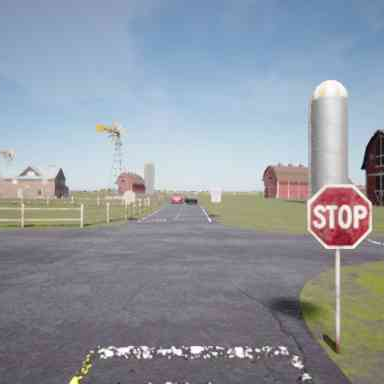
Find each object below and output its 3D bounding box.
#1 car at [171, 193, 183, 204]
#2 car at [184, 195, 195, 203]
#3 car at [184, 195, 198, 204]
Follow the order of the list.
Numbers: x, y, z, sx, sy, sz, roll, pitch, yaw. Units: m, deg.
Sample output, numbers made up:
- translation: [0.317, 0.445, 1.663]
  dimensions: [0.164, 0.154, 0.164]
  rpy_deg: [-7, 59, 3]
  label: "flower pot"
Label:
- translation: [-2.911, 1.208, 65.286]
  dimensions: [2.150, 2.045, 5.566]
  rpy_deg: [0, 0, -2]
  label: "car"
- translation: [-0.631, 1.438, 71.325]
  dimensions: [1.882, 1.535, 5.008]
  rpy_deg: [0, 0, -6]
  label: "car"
- translation: [0.020, 1.471, 61.214]
  dimensions: [1.882, 1.535, 5.008]
  rpy_deg: [0, 0, -2]
  label: "car"
